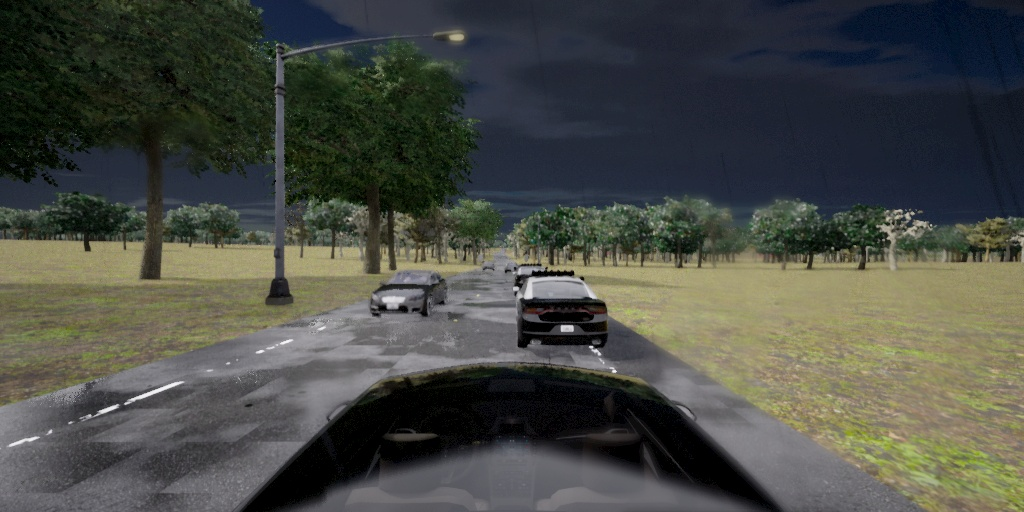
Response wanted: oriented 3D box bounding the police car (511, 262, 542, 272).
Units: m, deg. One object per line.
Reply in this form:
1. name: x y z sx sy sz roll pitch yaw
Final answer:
1. police car: 1.051 1.219 19.406 1.930 1.638 5.238 0 0 0

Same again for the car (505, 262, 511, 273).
1. car: 0.027 1.570 47.843 1.994 1.385 4.181 0 0 0

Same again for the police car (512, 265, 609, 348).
1. police car: 1.050 1.183 9.401 1.930 1.638 5.238 0 0 0

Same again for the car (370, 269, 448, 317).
1. car: -3.599 1.260 13.265 2.128 1.511 4.902 0 0 0

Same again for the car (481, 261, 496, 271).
1. car: -3.618 1.580 55.392 1.837 1.490 4.892 0 -1 0
